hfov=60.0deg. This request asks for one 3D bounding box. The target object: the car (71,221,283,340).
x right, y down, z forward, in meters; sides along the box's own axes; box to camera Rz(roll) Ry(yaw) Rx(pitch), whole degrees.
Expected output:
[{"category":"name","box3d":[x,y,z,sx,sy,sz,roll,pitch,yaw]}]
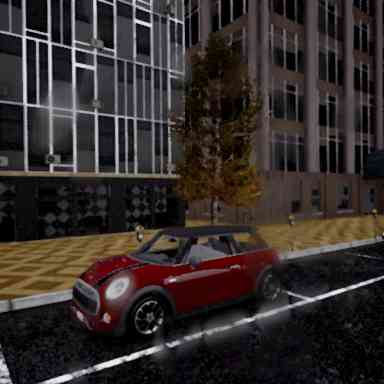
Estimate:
[{"category":"car","box3d":[-0.162,1.427,6.452,4.097,1.590,1.967,0,0,-35]}]

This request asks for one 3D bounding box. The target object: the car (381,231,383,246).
[{"category":"car","box3d":[9.104,1.492,13.038,4.403,1.369,2.008,0,0,-35]}]
